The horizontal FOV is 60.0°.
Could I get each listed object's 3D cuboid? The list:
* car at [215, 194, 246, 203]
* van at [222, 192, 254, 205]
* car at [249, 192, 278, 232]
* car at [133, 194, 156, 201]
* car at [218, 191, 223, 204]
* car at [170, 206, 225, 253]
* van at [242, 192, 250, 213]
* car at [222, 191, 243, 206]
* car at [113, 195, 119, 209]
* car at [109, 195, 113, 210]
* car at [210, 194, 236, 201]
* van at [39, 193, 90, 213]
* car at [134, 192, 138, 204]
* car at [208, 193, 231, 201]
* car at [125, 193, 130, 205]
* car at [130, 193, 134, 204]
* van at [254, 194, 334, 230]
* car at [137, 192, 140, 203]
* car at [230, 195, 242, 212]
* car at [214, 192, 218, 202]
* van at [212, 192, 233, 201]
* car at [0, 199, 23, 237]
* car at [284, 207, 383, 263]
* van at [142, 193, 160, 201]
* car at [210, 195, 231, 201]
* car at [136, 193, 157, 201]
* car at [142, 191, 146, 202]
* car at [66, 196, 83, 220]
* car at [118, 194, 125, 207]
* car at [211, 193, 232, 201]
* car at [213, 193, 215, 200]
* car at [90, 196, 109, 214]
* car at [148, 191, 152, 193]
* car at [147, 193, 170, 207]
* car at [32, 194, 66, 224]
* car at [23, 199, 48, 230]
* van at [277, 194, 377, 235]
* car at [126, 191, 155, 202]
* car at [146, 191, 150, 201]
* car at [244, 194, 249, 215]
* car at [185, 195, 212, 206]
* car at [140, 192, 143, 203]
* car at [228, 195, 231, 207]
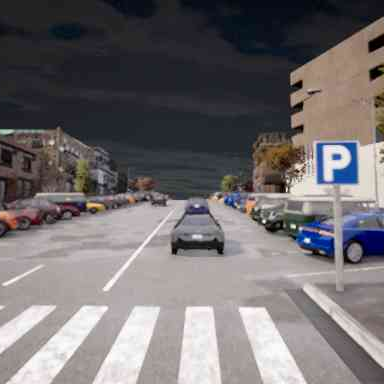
[{"bbox_3d":[7.220,1.164,62.607,5.366,1.575,1.946,1,0,-19],"label":"car"},{"bbox_3d":[7.062,0.963,50.614,4.442,1.987,1.878,1,0,-19],"label":"van"},{"bbox_3d":[6.244,1.156,17.518,5.566,2.045,2.435,1,1,-18],"label":"car"},{"bbox_3d":[-10.627,1.225,74.568,4.892,1.521,2.231,-1,0,-19],"label":"car"},{"bbox_3d":[6.941,0.975,44.592,5.566,2.045,2.435,1,0,-19],"label":"car"},{"bbox_3d":[0.219,1.495,13.419,1.994,1.385,4.181,0,0,1],"label":"car"},{"bbox_3d":[6.657,1.123,26.573,4.442,1.987,1.878,1,0,-18],"label":"van"},{"bbox_3d":[6.864,1.016,38.573,5.566,2.045,2.435,1,0,-19],"label":"car"},{"bbox_3d":[-10.895,1.278,36.430,4.792,1.488,2.163,-1,0,-20],"label":"car"},{"bbox_3d":[-10.937,1.267,33.484,5.008,1.535,2.097,-1,0,-20],"label":"car"},{"bbox_3d":[7.008,1.235,74.448,5.366,1.575,1.946,1,0,-19],"label":"car"},{"bbox_3d":[-11.046,1.081,27.569,4.442,1.987,1.878,-1,1,-20],"label":"van"},{"bbox_3d":[-10.871,1.174,48.161,5.008,1.535,2.097,-1,1,-20],"label":"car"},{"bbox_3d":[7.387,1.224,89.463,5.566,2.045,2.435,1,-1,-19],"label":"car"},{"bbox_3d":[-10.900,1.213,42.292,4.892,1.521,2.231,-1,1,-20],"label":"car"},{"bbox_3d":[-10.884,1.194,45.224,4.892,1.521,2.231,-1,1,-20],"label":"car"},{"bbox_3d":[6.254,1.161,20.488,4.442,1.987,1.878,1,1,-18],"label":"van"},{"bbox_3d":[-10.831,1.032,51.102,4.553,1.767,2.185,-1,1,-20],"label":"car"},{"bbox_3d":[6.716,1.308,32.541,4.892,1.521,2.231,1,1,-19],"label":"car"},{"bbox_3d":[6.795,1.168,53.506,5.366,1.575,1.946,1,0,-19],"label":"car"},{"bbox_3d":[7.115,1.046,77.465,4.442,1.987,1.878,1,-1,-19],"label":"van"},{"bbox_3d":[-10.885,1.254,15.824,4.553,1.767,2.185,-1,1,-20],"label":"car"},{"bbox_3d":[6.073,1.448,11.539,5.008,1.535,2.097,1,0,-18],"label":"car"},{"bbox_3d":[-10.575,1.175,86.265,4.442,1.987,1.878,0,-1,-19],"label":"van"},{"bbox_3d":[7.383,1.446,86.494,4.792,1.488,2.163,1,-1,-19],"label":"car"},{"bbox_3d":[-10.565,1.132,77.507,4.553,1.767,2.185,-1,-1,-19],"label":"car"},{"bbox_3d":[-10.788,1.013,56.968,4.553,1.767,2.185,-1,1,-19],"label":"car"},{"bbox_3d":[-10.938,1.323,24.669,5.008,1.535,2.097,-1,0,-20],"label":"car"},{"bbox_3d":[-10.923,1.230,39.357,5.008,1.535,2.097,-1,0,-20],"label":"car"},{"bbox_3d":[7.234,1.190,80.494,4.553,1.767,2.185,1,-1,-19],"label":"car"},{"bbox_3d":[7.021,0.913,56.572,5.566,2.045,2.435,1,0,-19],"label":"car"},{"bbox_3d":[-10.757,1.280,30.612,5.366,1.575,1.946,-1,0,-20],"label":"car"},{"bbox_3d":[-10.771,1.144,62.831,5.008,1.535,2.097,-1,0,-19],"label":"car"},{"bbox_3d":[-4.558,1.264,46.046,2.033,1.411,5.357,0,0,0],"label":"car"},{"bbox_3d":[-10.898,1.216,21.724,4.553,1.767,2.185,-1,1,-20],"label":"car"},{"bbox_3d":[-10.947,1.391,18.756,4.792,1.488,2.163,-1,1,-20],"label":"car"},{"bbox_3d":[6.285,1.203,14.573,4.442,1.987,1.878,1,0,-18],"label":"van"},{"bbox_3d":[-10.734,0.922,68.686,5.566,2.045,2.435,-1,0,-19],"label":"car"},{"bbox_3d":[-10.785,1.137,59.900,5.008,1.535,2.097,-1,0,-19],"label":"car"},{"bbox_3d":[6.425,1.242,23.523,4.553,1.767,2.185,1,0,-18],"label":"car"},{"bbox_3d":[0.436,1.180,29.181,2.097,1.767,4.553,0,0,1],"label":"car"},{"bbox_3d":[-10.843,1.186,54.036,4.674,1.452,2.002,-1,0,-20],"label":"car"},{"bbox_3d":[6.800,1.317,35.561,4.792,1.488,2.163,1,0,-19],"label":"car"}]
